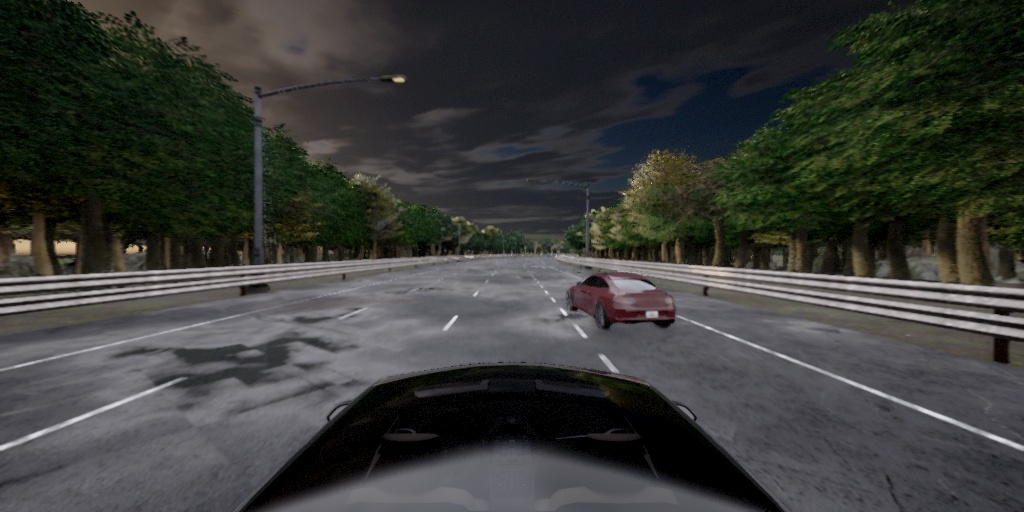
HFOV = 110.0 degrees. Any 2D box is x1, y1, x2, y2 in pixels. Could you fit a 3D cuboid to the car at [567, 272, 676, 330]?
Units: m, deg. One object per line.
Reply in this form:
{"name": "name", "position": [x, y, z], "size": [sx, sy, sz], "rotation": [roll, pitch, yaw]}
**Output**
{"name": "car", "position": [3.039, 1.190, 10.761], "size": [1.812, 1.442, 4.674], "rotation": [0, 1, -7]}
